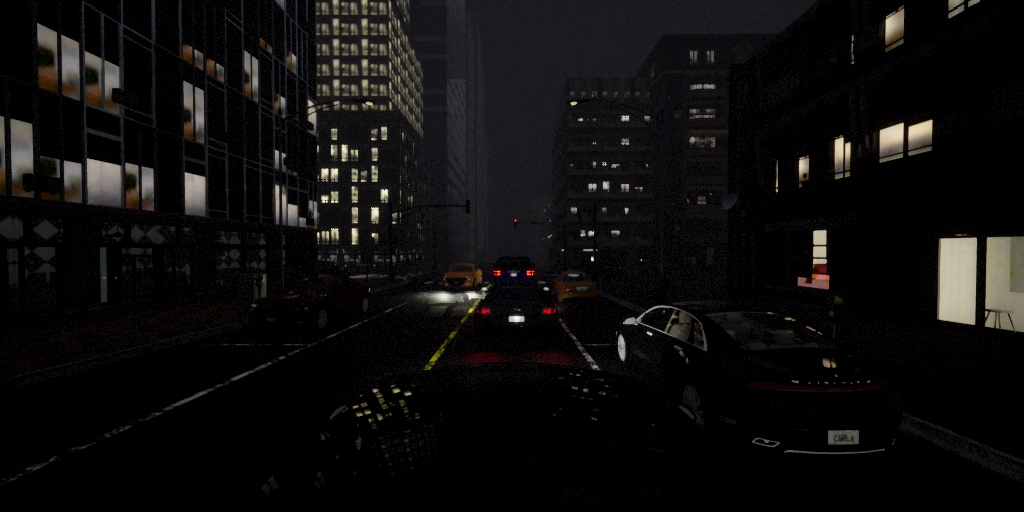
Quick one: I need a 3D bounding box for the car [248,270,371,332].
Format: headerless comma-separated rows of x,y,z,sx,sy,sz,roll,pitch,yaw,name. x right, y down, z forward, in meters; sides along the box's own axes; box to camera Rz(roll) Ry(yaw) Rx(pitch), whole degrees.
-5.826,1.293,10.918,1.888,1.381,4.507,0,0,0,car

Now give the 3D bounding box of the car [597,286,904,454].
2.816,1.299,5.220,2.007,1.370,4.403,0,0,0,car

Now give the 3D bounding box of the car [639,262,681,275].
16.291,1.373,39.653,4.403,1.370,2.007,0,0,1,car

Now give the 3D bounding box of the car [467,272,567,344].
0.094,1.312,9.643,1.994,1.385,4.181,0,0,0,car

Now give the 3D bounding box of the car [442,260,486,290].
-3.070,1.222,22.724,1.882,1.535,5.008,0,0,2,car

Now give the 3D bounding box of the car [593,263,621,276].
9.196,1.366,37.347,4.181,1.385,1.994,1,1,5,car

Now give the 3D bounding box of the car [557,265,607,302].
2.812,1.271,16.678,1.751,1.417,4.829,0,0,0,car

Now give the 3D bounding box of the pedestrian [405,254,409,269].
-12.567,0.671,42.974,0.375,1.860,0.375,0,0,1,pedestrian

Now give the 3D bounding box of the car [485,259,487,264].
-5.717,1.305,60.114,1.948,1.339,4.313,0,0,0,car

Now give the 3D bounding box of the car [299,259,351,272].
-17.873,1.155,34.310,4.674,1.442,1.812,1,1,2,car

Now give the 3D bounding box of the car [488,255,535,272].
0.085,0.967,19.451,2.150,2.045,5.566,0,0,0,car
